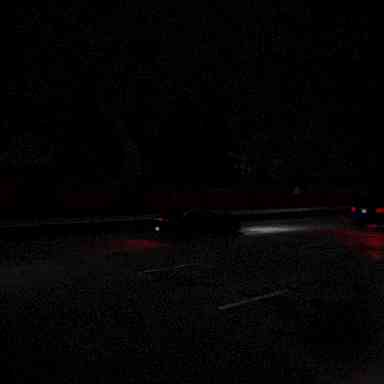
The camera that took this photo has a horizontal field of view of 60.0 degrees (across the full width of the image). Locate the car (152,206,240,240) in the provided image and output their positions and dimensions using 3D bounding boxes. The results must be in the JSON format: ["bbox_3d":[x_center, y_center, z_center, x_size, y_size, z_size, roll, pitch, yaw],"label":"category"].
[{"bbox_3d":[0.326,1.492,16.946,4.902,1.511,2.128,0,0,-36],"label":"car"}]

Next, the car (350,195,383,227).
[{"bbox_3d":[12.432,1.223,21.405,5.566,2.045,2.150,0,0,-36],"label":"car"}]

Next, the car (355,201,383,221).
[{"bbox_3d":[15.982,1.525,28.306,4.674,1.442,1.812,0,0,-36],"label":"car"}]
